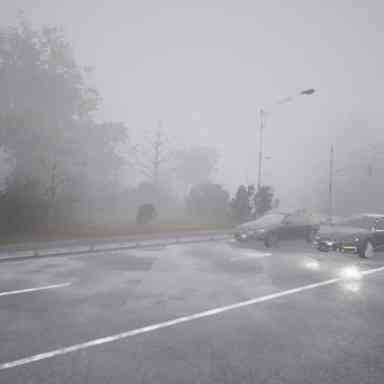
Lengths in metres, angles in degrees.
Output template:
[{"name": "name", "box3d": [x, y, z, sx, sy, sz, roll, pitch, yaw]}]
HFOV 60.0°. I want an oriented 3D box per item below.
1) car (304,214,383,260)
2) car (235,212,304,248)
[{"name": "car", "box3d": [6.841, 1.650, 13.137, 4.892, 1.490, 1.837, 2, -1, -35]}, {"name": "car", "box3d": [4.123, 1.651, 15.503, 4.674, 1.442, 1.812, 1, -1, -35]}]
